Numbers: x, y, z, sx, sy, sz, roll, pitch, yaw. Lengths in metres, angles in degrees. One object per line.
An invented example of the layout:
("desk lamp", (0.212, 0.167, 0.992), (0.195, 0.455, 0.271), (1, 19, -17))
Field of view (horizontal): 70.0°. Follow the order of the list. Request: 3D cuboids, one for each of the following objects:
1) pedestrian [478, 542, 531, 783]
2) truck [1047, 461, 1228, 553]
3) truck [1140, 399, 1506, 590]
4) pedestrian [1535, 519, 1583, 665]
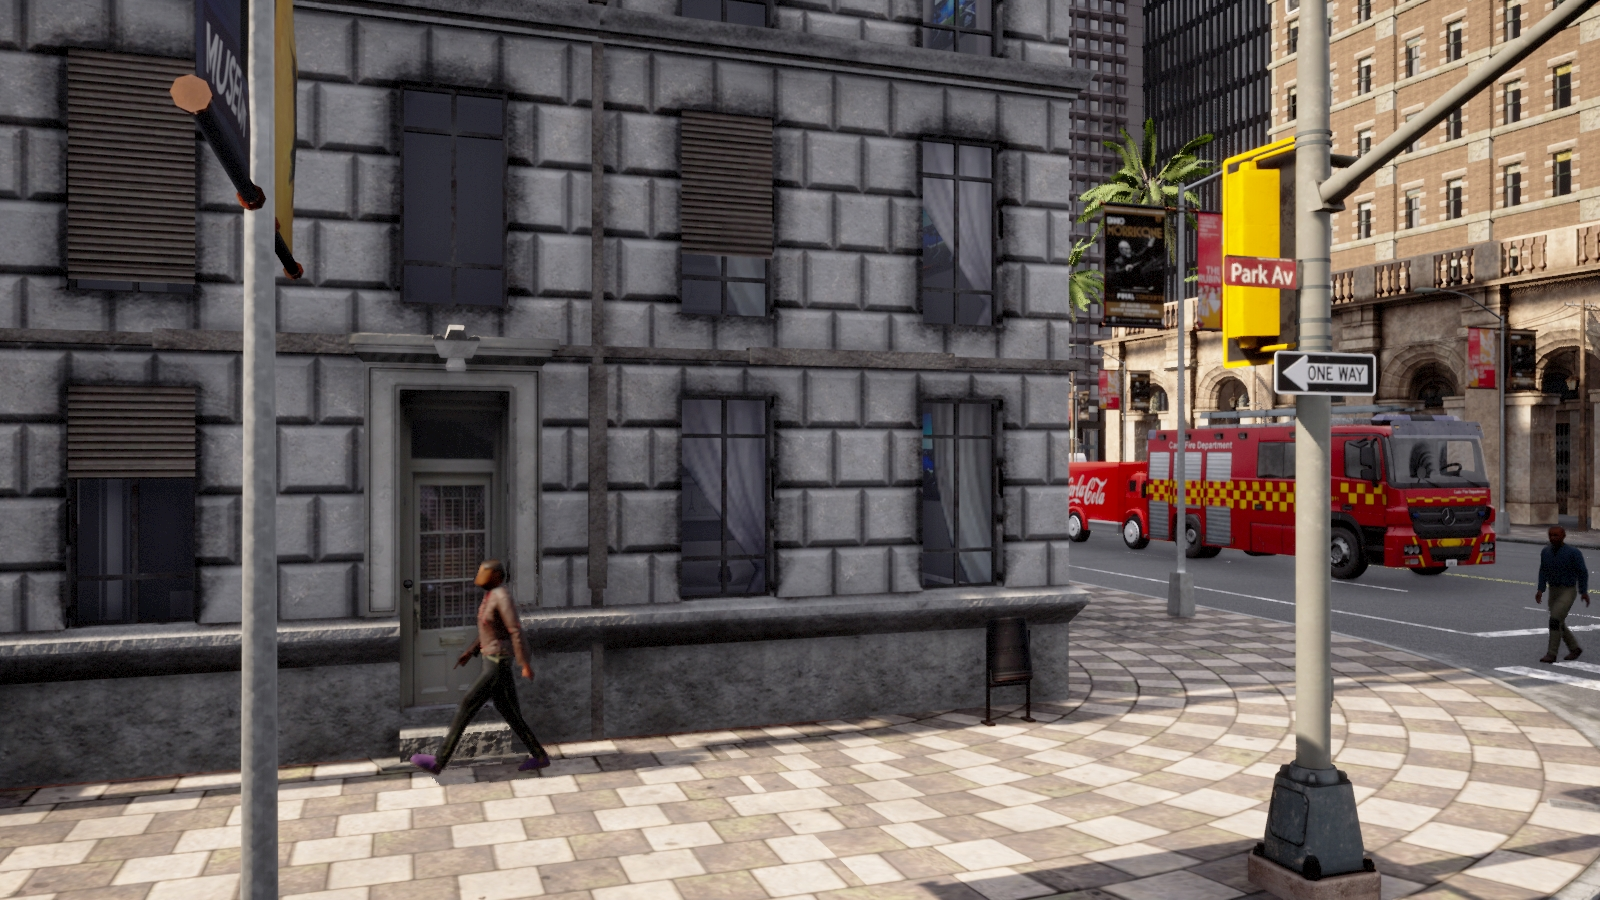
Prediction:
("pedestrian", (-2.398, 1.696, 9.258), (0.375, 1.860, 0.375), (0, 0, -21))
("truck", (9.884, 1.568, 34.016), (2.627, 2.467, 5.204), (0, 0, -19))
("truck", (11.966, 0.892, 27.385), (2.891, 3.827, 8.468), (0, 0, -19))
("pedestrian", (9.949, 1.848, 14.982), (0.375, 1.860, 0.375), (0, 0, -19))
